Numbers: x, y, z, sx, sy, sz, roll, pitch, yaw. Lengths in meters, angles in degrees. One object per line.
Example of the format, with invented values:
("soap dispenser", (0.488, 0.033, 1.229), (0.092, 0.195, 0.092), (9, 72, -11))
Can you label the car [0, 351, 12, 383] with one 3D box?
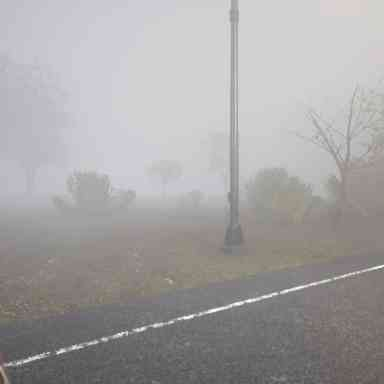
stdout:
("car", (-3.367, 1.351, 1.544), (4.553, 1.767, 2.097), (0, 0, -36))
